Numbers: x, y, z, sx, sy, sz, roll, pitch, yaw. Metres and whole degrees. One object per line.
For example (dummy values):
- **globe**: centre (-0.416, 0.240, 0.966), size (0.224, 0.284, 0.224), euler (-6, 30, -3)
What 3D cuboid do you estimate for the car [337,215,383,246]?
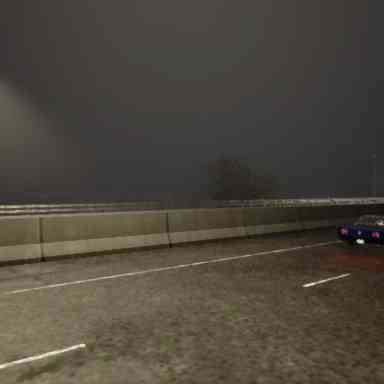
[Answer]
- **car**: centre (8.293, 1.614, 14.084), size (4.718, 1.301, 1.895), euler (0, 0, -35)
